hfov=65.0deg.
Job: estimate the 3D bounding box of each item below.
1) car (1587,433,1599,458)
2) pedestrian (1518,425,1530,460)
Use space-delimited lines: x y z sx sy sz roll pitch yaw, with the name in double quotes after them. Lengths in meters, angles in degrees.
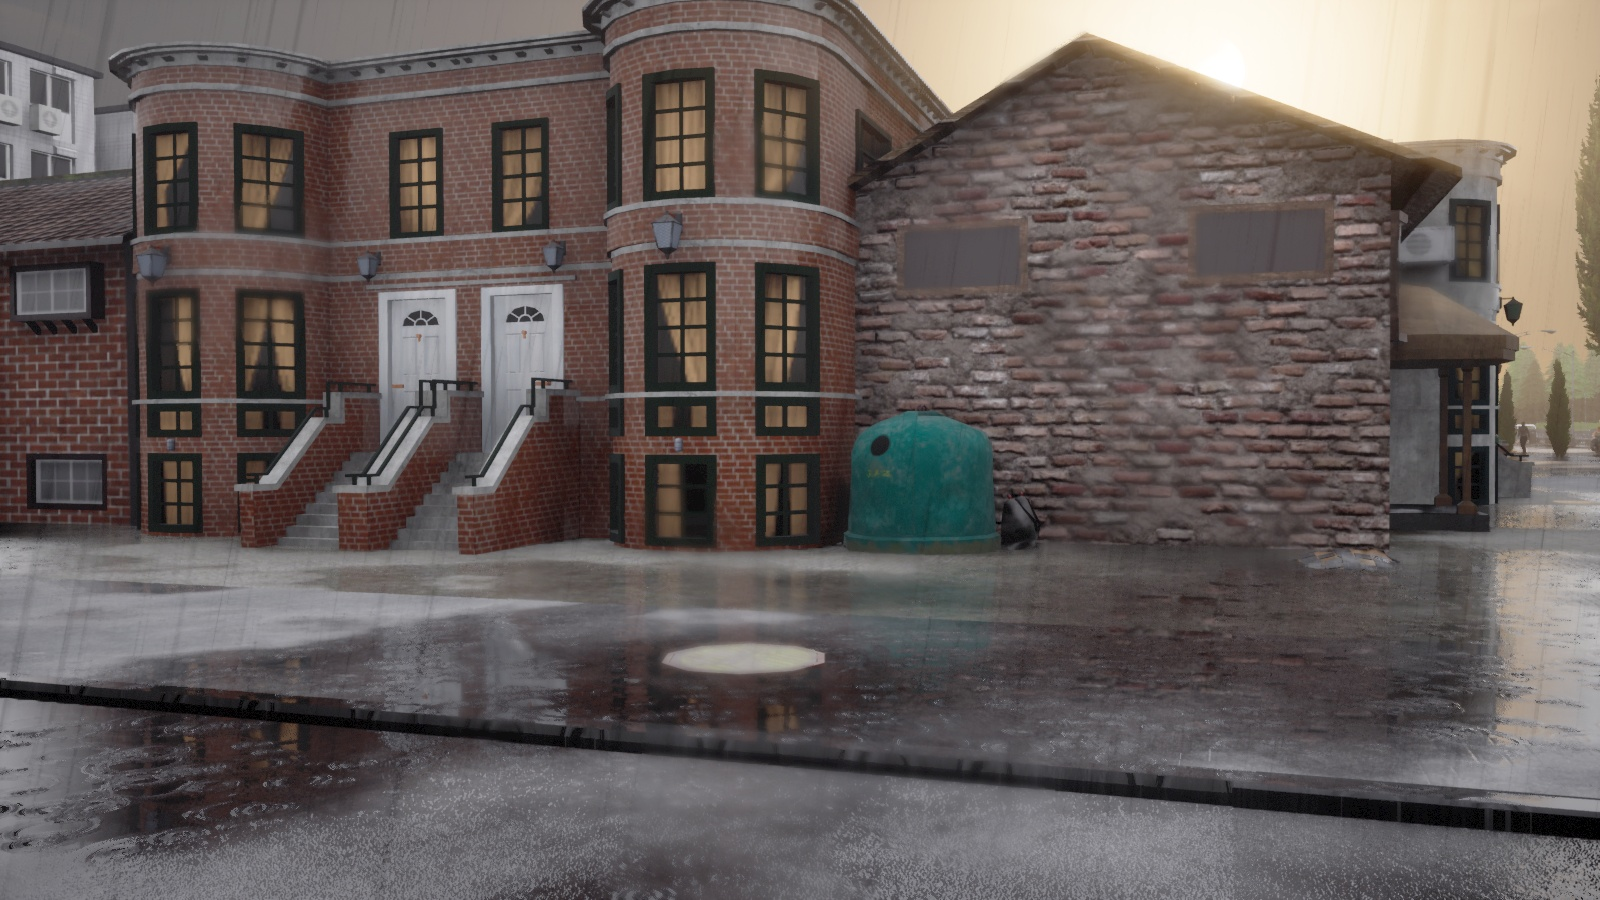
50.952 -0.266 78.816 1.789 1.549 3.705 1 1 19 "car"
38.876 -0.398 67.452 0.634 1.846 0.331 -1 1 -39 "pedestrian"
